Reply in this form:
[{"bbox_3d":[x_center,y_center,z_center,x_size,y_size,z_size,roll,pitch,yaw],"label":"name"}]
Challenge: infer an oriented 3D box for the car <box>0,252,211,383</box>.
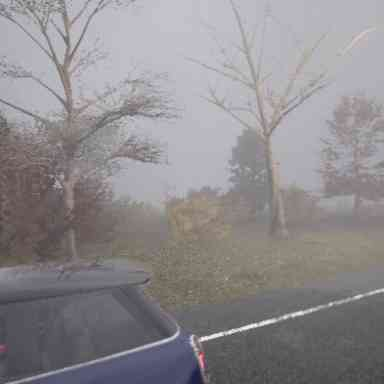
[{"bbox_3d":[-2.107,1.449,2.402,4.553,1.767,2.097,0,-1,-29],"label":"car"}]
